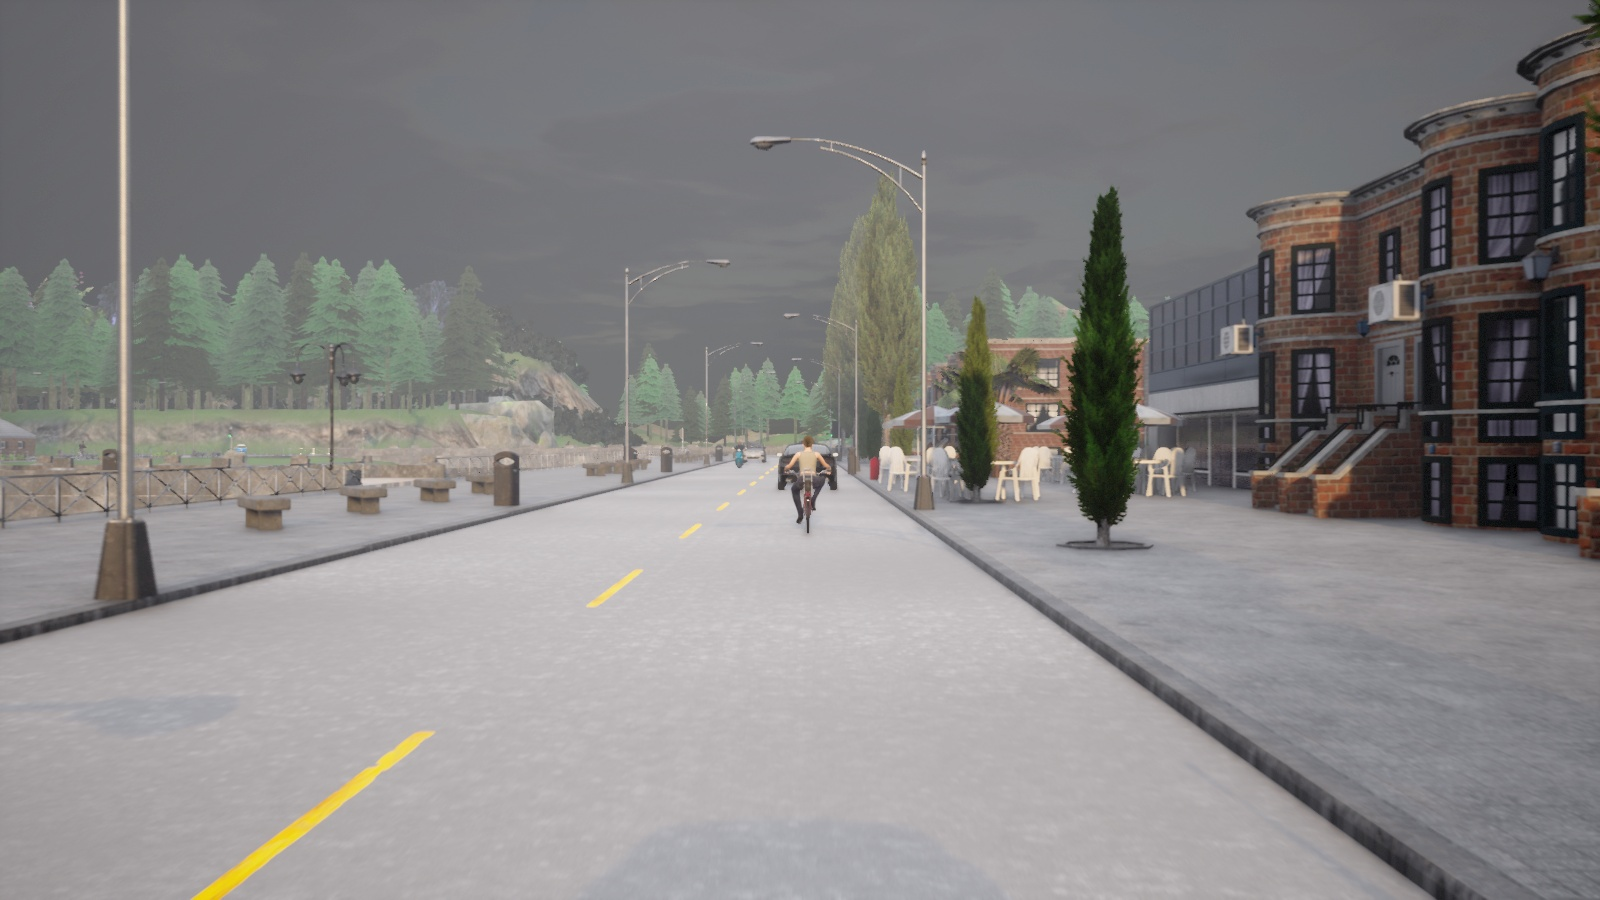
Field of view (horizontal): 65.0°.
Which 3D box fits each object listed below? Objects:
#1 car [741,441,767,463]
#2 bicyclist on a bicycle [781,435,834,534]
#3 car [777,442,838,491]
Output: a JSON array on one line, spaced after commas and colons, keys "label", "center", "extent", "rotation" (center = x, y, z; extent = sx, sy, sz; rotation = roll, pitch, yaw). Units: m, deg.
[{"label": "car", "center": [-3.459, 0.107, 94.875], "extent": [1.851, 1.617, 3.988], "rotation": [0, 0, 0]}, {"label": "bicyclist on a bicycle", "center": [0.133, 0.563, 21.244], "extent": [0.866, 1.612, 1.509], "rotation": [0, 0, 0]}, {"label": "car", "center": [0.246, 0.490, 41.662], "extent": [1.882, 1.535, 5.008], "rotation": [0, 0, 0]}]
